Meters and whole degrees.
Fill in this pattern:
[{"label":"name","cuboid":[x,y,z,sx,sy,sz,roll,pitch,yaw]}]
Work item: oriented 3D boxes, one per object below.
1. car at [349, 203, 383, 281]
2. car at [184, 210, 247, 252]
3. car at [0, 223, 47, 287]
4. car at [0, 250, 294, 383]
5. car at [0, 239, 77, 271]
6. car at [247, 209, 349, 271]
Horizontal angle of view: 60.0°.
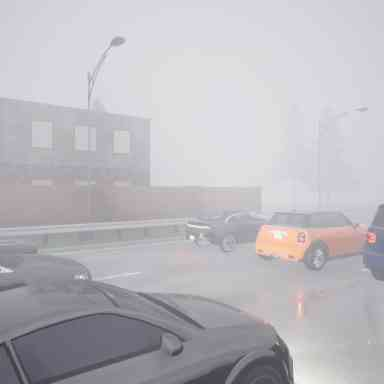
[{"label":"car","cuboid":[6.642,1.221,8.545,5.566,2.045,2.150,0,0,-35]},{"label":"car","cuboid":[1.989,1.491,13.829,4.902,1.511,2.128,0,0,-35]},{"label":"car","cuboid":[-6.193,1.601,7.925,4.718,1.301,1.895,0,0,-36]},{"label":"car","cuboid":[-0.987,1.564,3.044,4.181,1.385,1.994,0,0,-35]},{"label":"car","cuboid":[-4.052,1.492,5.153,4.902,1.511,2.128,0,0,-36]},{"label":"car","cuboid":[4.311,1.352,11.184,4.553,1.767,2.097,0,0,-35]}]
